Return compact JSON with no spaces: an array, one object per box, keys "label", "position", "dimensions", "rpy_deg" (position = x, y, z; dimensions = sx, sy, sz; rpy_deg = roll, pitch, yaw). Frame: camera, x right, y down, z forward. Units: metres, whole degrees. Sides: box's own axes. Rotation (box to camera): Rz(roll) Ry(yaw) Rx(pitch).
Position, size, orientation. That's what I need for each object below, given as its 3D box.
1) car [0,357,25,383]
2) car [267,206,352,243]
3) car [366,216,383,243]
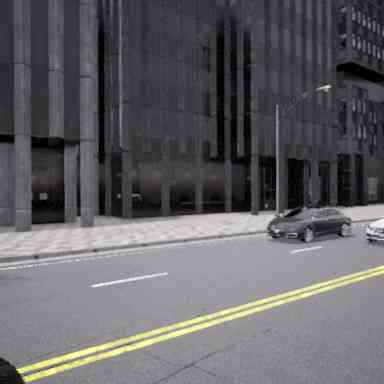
[{"label":"car","position":[-3.278,1.488,1.087],"dimensions":[5.008,1.535,1.882],"rpy_deg":[0,0,-36]},{"label":"car","position":[5.623,1.437,15.716],"dimensions":[4.892,1.490,1.837],"rpy_deg":[0,0,-36]},{"label":"car","position":[9.435,1.447,14.452],"dimensions":[4.674,1.442,1.812],"rpy_deg":[0,0,-36]}]
